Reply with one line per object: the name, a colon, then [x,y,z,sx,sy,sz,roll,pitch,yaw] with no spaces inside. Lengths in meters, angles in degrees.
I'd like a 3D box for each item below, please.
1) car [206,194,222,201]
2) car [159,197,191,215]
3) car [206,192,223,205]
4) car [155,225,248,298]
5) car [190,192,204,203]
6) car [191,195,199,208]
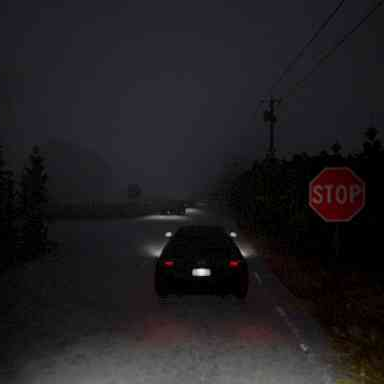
car: [4.830,1.236,74.179,1.994,1.385,4.181,0,0,-24]
car: [-1.730,1.409,32.097,2.033,1.411,5.357,0,0,8]
car: [3.895,0.987,54.857,2.150,2.045,5.566,0,0,5]
car: [0.228,1.527,8.492,1.994,1.385,4.181,0,0,1]
car: [0.995,0.967,59.820,2.150,2.045,5.566,0,0,6]
car: [-0.551,1.413,43.936,1.895,1.301,4.718,0,0,5]
